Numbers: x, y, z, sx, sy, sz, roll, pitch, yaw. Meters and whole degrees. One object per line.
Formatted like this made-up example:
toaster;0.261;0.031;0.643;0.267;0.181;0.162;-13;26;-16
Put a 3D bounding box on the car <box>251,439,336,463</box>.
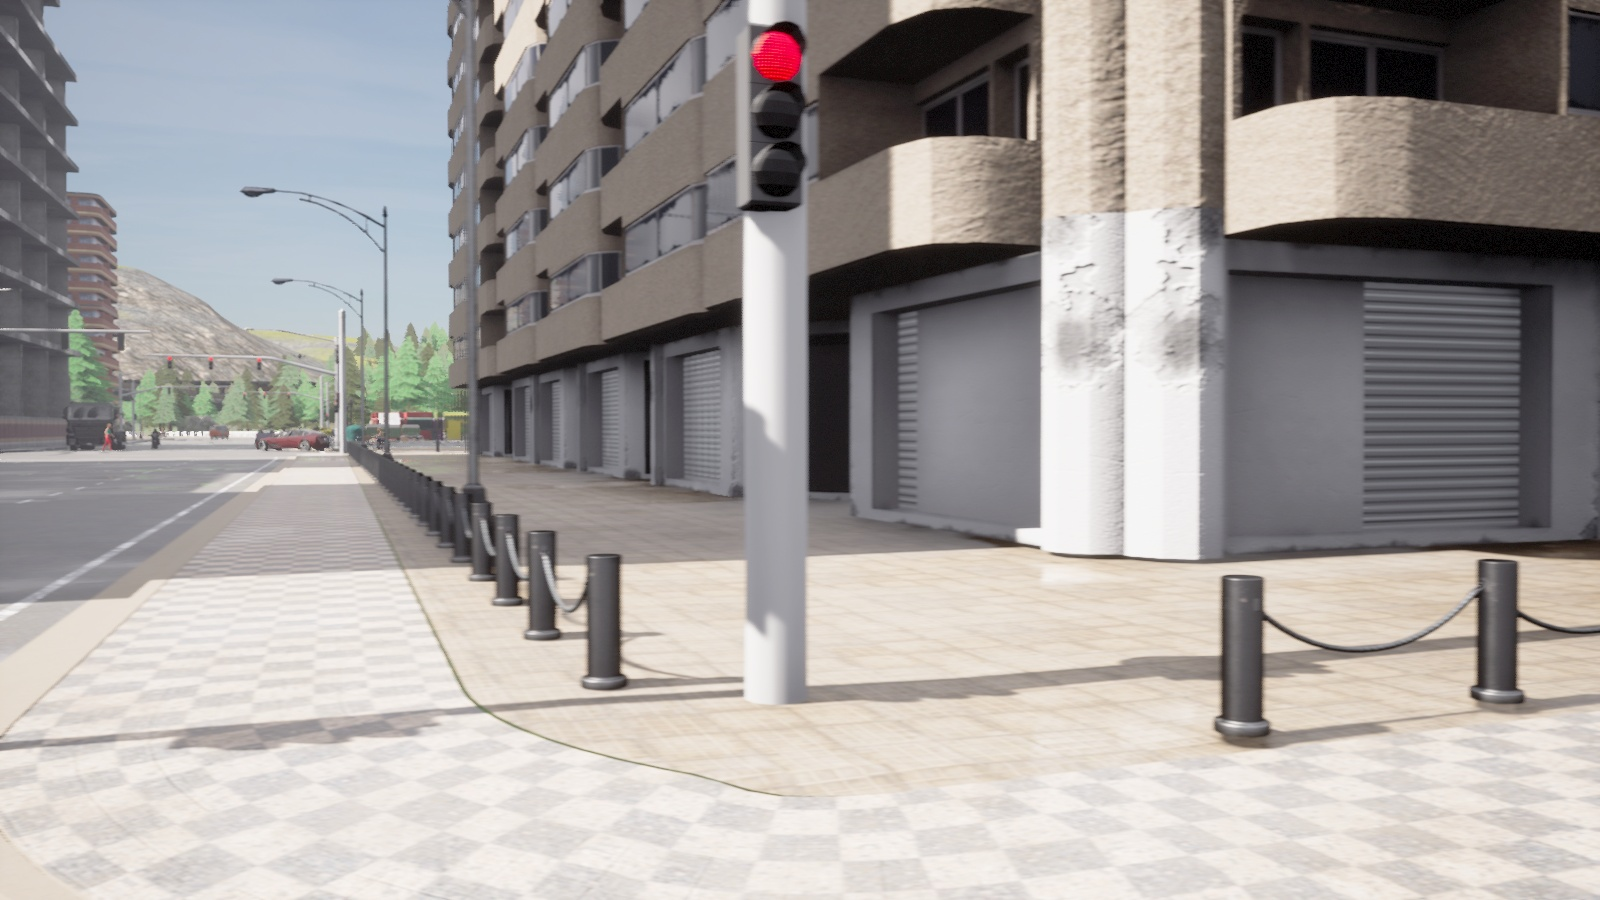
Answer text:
car;-33.761;0.085;83.712;4.792;1.488;2.163;-1;1;9
